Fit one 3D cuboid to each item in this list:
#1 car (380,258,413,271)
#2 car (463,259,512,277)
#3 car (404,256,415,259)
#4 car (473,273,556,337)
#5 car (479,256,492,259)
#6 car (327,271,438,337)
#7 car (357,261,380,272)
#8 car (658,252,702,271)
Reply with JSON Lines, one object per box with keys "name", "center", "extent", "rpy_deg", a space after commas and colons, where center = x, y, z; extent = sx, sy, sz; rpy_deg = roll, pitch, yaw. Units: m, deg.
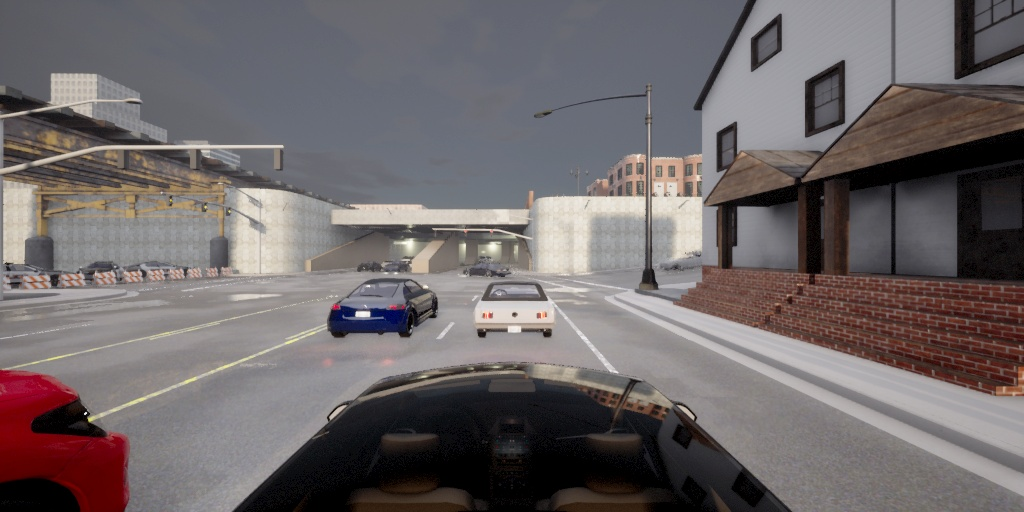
{"name": "car", "center": [-14.848, 1.297, 46.355], "extent": [2.033, 1.411, 5.357], "rpy_deg": [0, 0, -1]}
{"name": "car", "center": [-2.326, 1.296, 33.459], "extent": [2.033, 1.411, 5.357], "rpy_deg": [0, 0, -43]}
{"name": "car", "center": [-15.092, 1.241, 55.958], "extent": [2.128, 1.511, 4.902], "rpy_deg": [0, 0, -1]}
{"name": "car", "center": [0.070, 1.351, 10.239], "extent": [1.895, 1.301, 4.718], "rpy_deg": [0, 0, 0]}
{"name": "car", "center": [-4.527, 1.241, 60.646], "extent": [2.128, 1.511, 4.902], "rpy_deg": [0, 0, -1]}
{"name": "car", "center": [-3.432, 1.314, 10.284], "extent": [1.994, 1.385, 4.181], "rpy_deg": [0, 0, 0]}
{"name": "car", "center": [-18.345, 1.314, 46.267], "extent": [1.994, 1.385, 4.181], "rpy_deg": [0, 0, -1]}
{"name": "car", "center": [14.899, 0.416, 30.236], "extent": [4.718, 1.301, 1.895], "rpy_deg": [-9, 0, 0]}
